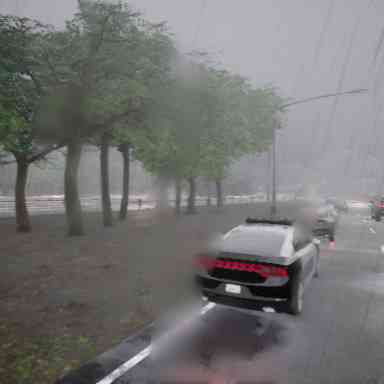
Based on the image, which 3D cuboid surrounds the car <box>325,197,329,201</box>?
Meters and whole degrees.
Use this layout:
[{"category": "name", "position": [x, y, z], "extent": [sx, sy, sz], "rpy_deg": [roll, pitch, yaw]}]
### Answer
[{"category": "car", "position": [23.477, 1.542, 55.808], "extent": [1.882, 1.535, 5.008], "rpy_deg": [1, 0, 19]}]

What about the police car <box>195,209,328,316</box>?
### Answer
[{"category": "police car", "position": [1.871, 1.424, 7.873], "extent": [1.930, 1.638, 5.238], "rpy_deg": [1, 0, 27]}]

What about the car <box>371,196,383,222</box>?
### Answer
[{"category": "car", "position": [16.006, 1.340, 27.040], "extent": [2.150, 2.045, 5.566], "rpy_deg": [1, 0, 23]}]

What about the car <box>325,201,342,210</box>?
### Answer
[{"category": "car", "position": [8.806, 1.566, 22.202], "extent": [1.812, 1.442, 4.674], "rpy_deg": [1, 0, 25]}]

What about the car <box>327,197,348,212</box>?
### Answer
[{"category": "car", "position": [17.488, 1.676, 39.788], "extent": [1.895, 1.301, 4.718], "rpy_deg": [1, 0, 22]}]

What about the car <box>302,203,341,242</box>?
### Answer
[{"category": "car", "position": [6.258, 1.534, 16.757], "extent": [1.837, 1.490, 4.892], "rpy_deg": [1, 0, 26]}]
